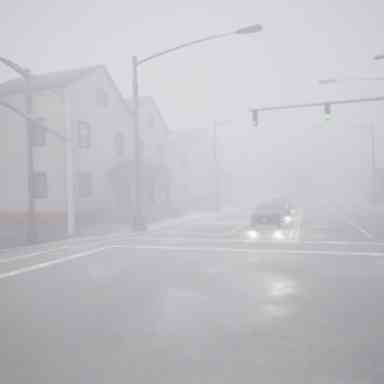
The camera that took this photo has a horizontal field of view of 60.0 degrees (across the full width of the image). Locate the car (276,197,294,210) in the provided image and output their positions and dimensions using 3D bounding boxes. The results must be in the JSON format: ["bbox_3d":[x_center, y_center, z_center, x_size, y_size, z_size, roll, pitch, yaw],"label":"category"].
[{"bbox_3d":[11.780,1.401,41.973,1.812,1.442,4.674,-2,0,19],"label":"car"}]

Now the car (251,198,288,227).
[{"bbox_3d":[5.254,1.468,22.887,1.882,1.535,5.008,-2,0,19],"label":"car"}]

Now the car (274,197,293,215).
[{"bbox_3d":[8.470,1.286,32.308,2.097,1.767,4.553,-2,0,19],"label":"car"}]
